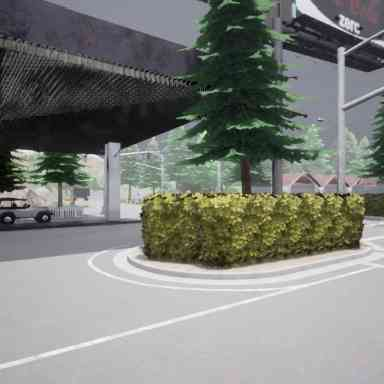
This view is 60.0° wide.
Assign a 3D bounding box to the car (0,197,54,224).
[{"bbox_3d":[-11.963,1.313,23.490,3.866,1.878,1.905,0,0,-36],"label":"car"}]
